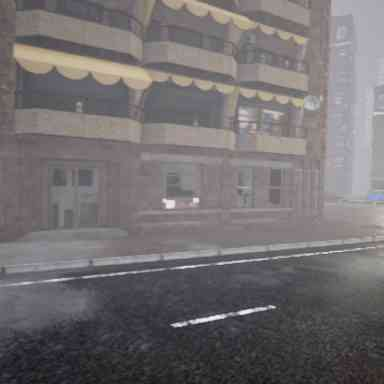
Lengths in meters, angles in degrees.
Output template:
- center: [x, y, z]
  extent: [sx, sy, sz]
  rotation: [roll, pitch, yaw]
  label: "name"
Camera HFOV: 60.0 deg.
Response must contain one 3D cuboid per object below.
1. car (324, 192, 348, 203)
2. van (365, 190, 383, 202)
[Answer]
- center: [17.692, 0.684, 42.622]
  extent: [4.206, 1.307, 1.802]
  rotation: [3, 1, 30]
  label: "car"
- center: [26.835, 0.637, 47.055]
  extent: [3.998, 1.788, 1.690]
  rotation: [3, 1, 30]
  label: "van"
